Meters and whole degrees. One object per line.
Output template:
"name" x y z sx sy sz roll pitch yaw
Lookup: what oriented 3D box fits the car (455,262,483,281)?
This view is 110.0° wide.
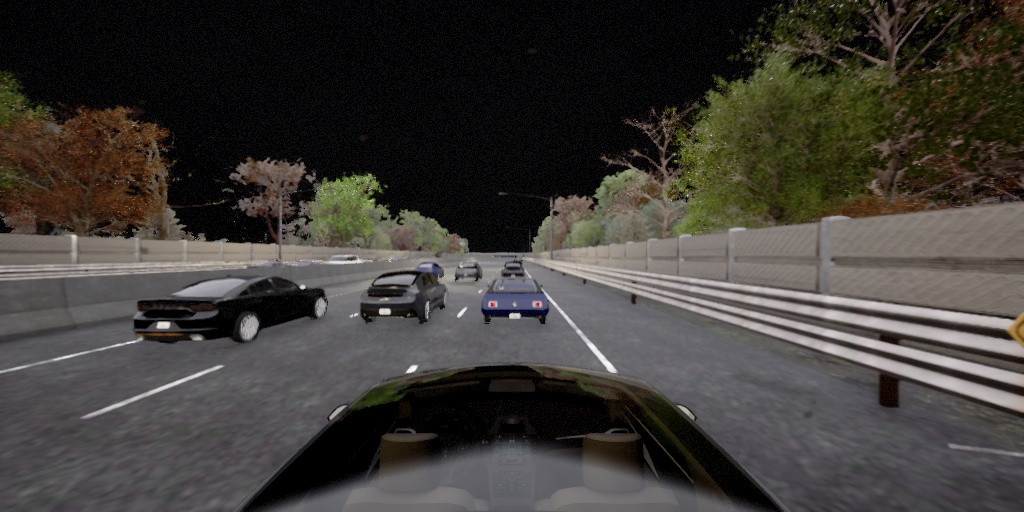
"car" -3.411 1.195 28.916 2.128 1.511 4.902 0 0 0

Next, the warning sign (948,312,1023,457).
"warning sign" 4.550 0.862 2.853 1.300 1.860 1.060 0 0 0

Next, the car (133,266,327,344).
"car" -6.917 1.211 9.600 1.882 1.535 5.008 0 0 0

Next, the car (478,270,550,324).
"car" 0.090 1.329 11.901 1.895 1.301 4.718 0 0 0

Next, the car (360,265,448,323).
"car" -3.412 1.235 12.055 1.837 1.490 4.892 0 0 0

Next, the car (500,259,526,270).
"car" 0.088 1.209 28.935 1.837 1.490 4.892 0 0 0

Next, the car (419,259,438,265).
"car" -6.911 1.229 29.936 1.812 1.442 4.674 0 0 0

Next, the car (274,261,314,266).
"car" -21.100 1.244 36.422 2.033 1.411 5.357 0 0 0

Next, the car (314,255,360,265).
"car" -17.600 0.916 36.957 2.150 2.045 5.566 0 0 0

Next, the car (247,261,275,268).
"car" -24.599 1.244 36.401 2.033 1.411 5.357 0 0 0
